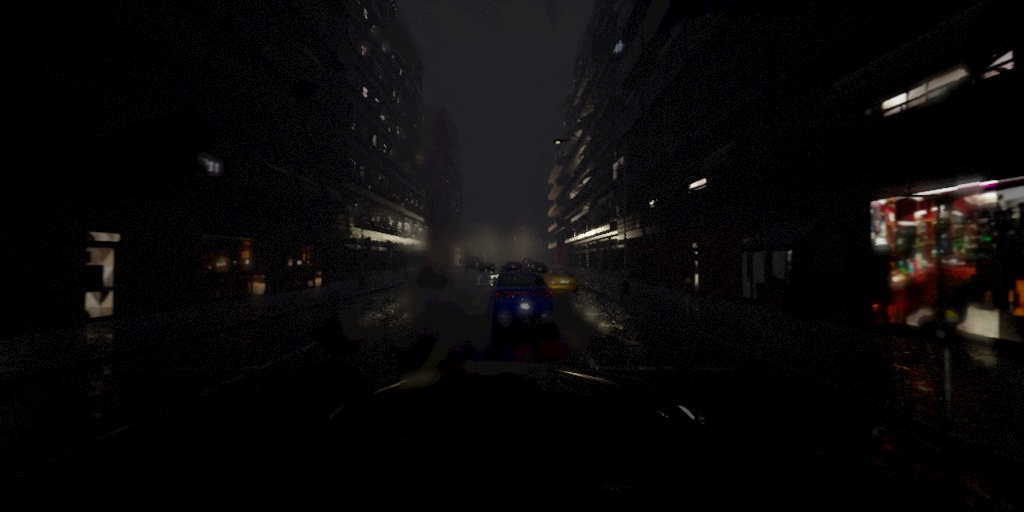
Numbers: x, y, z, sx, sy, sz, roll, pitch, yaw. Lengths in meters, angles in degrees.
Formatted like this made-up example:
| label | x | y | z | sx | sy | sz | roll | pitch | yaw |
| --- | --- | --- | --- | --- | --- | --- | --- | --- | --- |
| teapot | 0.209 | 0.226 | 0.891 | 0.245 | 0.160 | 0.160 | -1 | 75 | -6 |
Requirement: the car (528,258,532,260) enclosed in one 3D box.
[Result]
| label | x | y | z | sx | sy | sz | roll | pitch | yaw |
| --- | --- | --- | --- | --- | --- | --- | --- | --- | --- |
| car | 2.832 | 1.315 | 48.489 | 1.751 | 1.417 | 4.829 | 0 | 0 | 0 |

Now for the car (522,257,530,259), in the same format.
| label | x | y | z | sx | sy | sz | roll | pitch | yaw |
| --- | --- | --- | --- | --- | --- | --- | --- | --- | --- |
| car | 2.834 | 1.351 | 59.455 | 2.007 | 1.370 | 4.403 | 0 | 0 | 0 |

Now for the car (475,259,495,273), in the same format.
| label | x | y | z | sx | sy | sz | roll | pitch | yaw |
| --- | --- | --- | --- | --- | --- | --- | --- | --- | --- |
| car | -3.028 | 1.387 | 44.277 | 1.895 | 1.301 | 4.718 | 0 | 0 | 1 |

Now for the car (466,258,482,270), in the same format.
| label | x | y | z | sx | sy | sz | roll | pitch | yaw |
| --- | --- | --- | --- | --- | --- | --- | --- | --- | --- |
| car | -5.815 | 1.346 | 53.920 | 2.007 | 1.370 | 4.403 | 0 | 0 | 0 |

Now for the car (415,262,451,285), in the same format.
| label | x | y | z | sx | sy | sz | roll | pitch | yaw |
| --- | --- | --- | --- | --- | --- | --- | --- | --- | --- |
| car | -5.706 | 1.209 | 26.080 | 1.967 | 1.591 | 4.097 | 0 | 0 | 0 |

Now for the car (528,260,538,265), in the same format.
| label | x | y | z | sx | sy | sz | roll | pitch | yaw |
| --- | --- | --- | --- | --- | --- | --- | --- | --- | --- |
| car | 2.766 | 1.346 | 37.824 | 1.948 | 1.339 | 4.313 | 0 | 0 | 0 |

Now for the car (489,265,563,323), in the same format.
| label | x | y | z | sx | sy | sz | roll | pitch | yaw |
| --- | --- | --- | --- | --- | --- | --- | --- | --- | --- |
| car | 0.249 | 1.236 | 12.284 | 1.882 | 1.535 | 5.008 | 0 | 0 | -3 |

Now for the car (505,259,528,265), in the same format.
| label | x | y | z | sx | sy | sz | roll | pitch | yaw |
| --- | --- | --- | --- | --- | --- | --- | --- | --- | --- |
| car | 0.101 | 1.251 | 31.062 | 1.882 | 1.535 | 5.008 | 0 | 0 | 0 |

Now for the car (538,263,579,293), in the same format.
| label | x | y | z | sx | sy | sz | roll | pitch | yaw |
| --- | --- | --- | --- | --- | --- | --- | --- | --- | --- |
| car | 2.702 | 1.290 | 20.649 | 1.751 | 1.417 | 4.829 | 0 | 0 | 0 |
